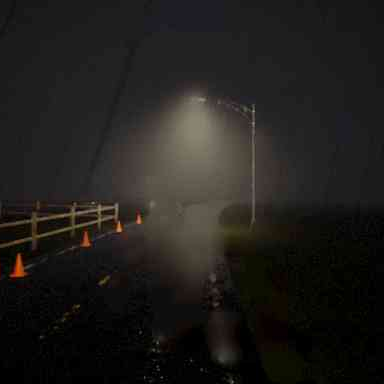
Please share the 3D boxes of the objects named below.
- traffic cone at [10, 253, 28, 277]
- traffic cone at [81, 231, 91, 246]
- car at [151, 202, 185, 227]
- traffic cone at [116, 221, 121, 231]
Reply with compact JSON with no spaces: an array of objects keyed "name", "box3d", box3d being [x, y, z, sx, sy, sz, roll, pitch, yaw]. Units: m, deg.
[{"name":"traffic cone","box3d":[-4.673,1.950,8.987,0.340,0.580,0.340,0,0,2]},{"name":"traffic cone","box3d":[-4.473,1.950,14.023,0.340,0.580,0.340,0,0,3]},{"name":"car","box3d":[-1.533,1.505,22.636,1.837,1.490,4.892,0,0,4]},{"name":"traffic cone","box3d":[-4.194,1.950,19.053,0.340,0.580,0.340,0,0,4]}]
